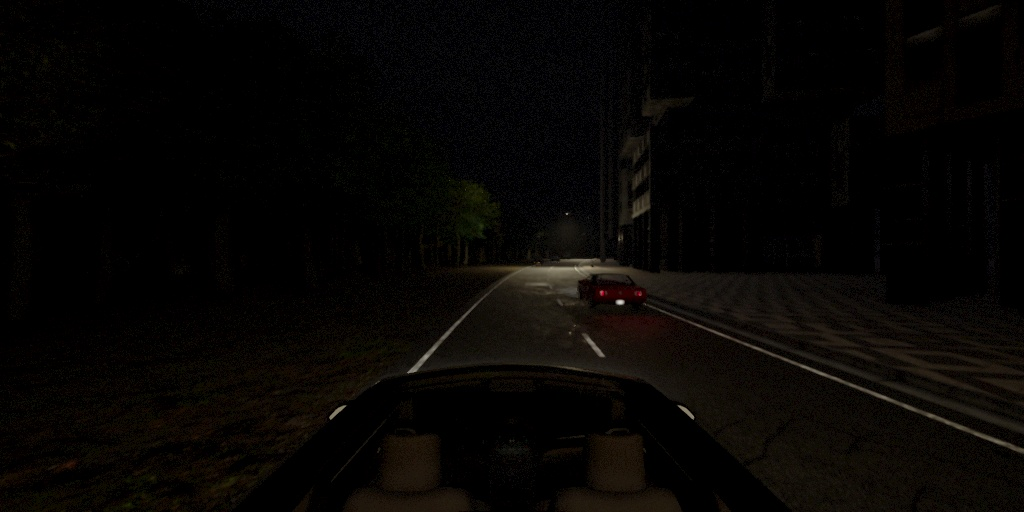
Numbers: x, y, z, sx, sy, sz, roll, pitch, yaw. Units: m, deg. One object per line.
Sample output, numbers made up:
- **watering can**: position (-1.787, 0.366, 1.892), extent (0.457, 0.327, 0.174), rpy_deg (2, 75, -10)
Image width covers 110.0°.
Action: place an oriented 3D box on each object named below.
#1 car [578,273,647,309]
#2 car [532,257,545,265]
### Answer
- **car**: position (3.921, 1.355, 14.918), extent (1.895, 1.301, 4.718), rpy_deg (0, 0, 2)
- **car**: position (4.734, 0.906, 64.302), extent (1.837, 1.490, 4.892), rpy_deg (0, 1, 11)
